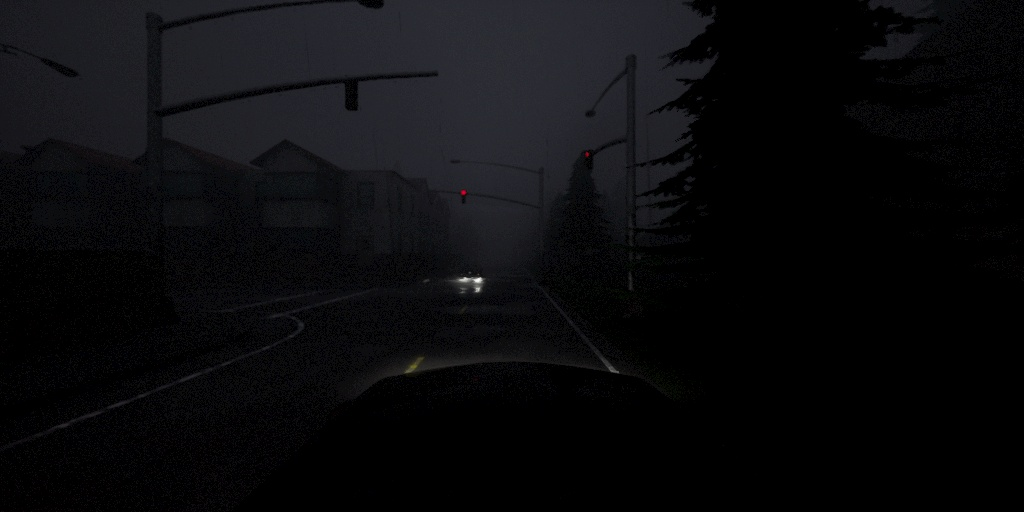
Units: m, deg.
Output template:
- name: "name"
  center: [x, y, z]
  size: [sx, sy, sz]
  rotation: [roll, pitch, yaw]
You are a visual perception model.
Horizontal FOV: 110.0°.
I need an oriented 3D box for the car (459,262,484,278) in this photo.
- name: "car"
  center: [-3.549, 1.191, 32.105]
  size: [1.994, 1.385, 4.181]
  rotation: [0, 1, 0]
